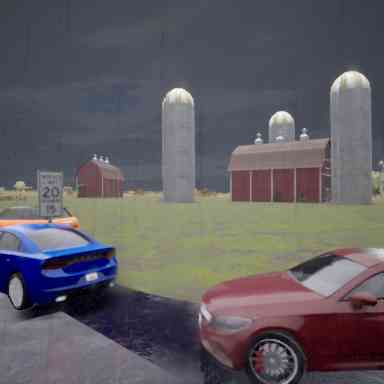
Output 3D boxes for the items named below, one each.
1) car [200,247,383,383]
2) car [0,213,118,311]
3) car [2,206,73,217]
[{"bbox_3d":[2.447,1.549,4.664,4.674,1.442,1.812,1,0,-2],"label":"car"},{"bbox_3d":[-3.891,1.480,7.893,5.008,1.535,1.882,0,0,37],"label":"car"},{"bbox_3d":[-7.048,1.367,13.964,4.553,1.767,2.097,0,0,15],"label":"car"}]
